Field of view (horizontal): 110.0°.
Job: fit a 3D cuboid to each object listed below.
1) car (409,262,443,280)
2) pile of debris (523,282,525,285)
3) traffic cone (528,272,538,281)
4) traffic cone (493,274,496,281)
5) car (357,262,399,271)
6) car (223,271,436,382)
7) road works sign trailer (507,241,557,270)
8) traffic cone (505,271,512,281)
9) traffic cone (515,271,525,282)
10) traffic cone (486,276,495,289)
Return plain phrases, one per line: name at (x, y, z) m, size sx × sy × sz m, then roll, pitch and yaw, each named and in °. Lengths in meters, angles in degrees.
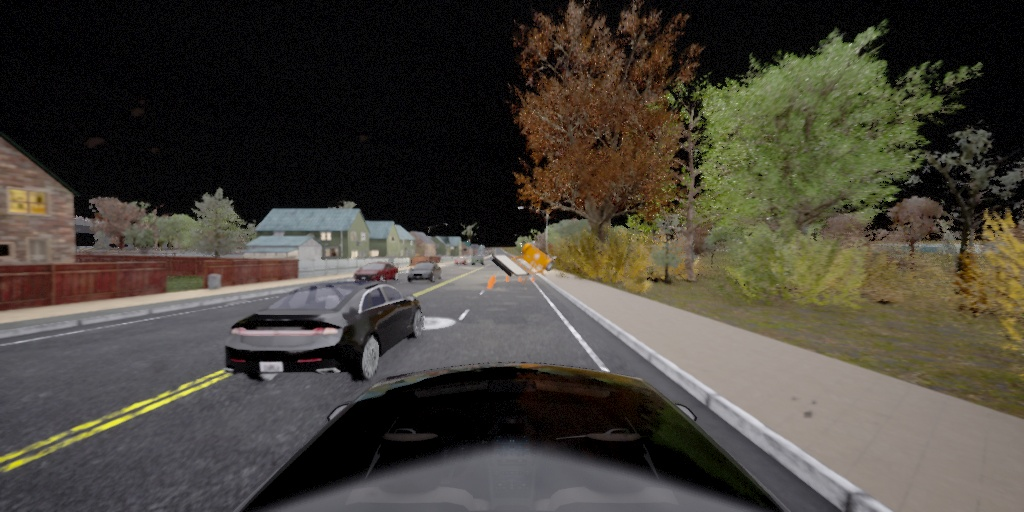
car at (-6.583, 1.226, 27.497) m, size 1.837 × 1.490 × 4.892 m, roll 0°, pitch 0°, yaw 0°
pile of debris at (-0.008, 1.894, 21.854) m, size 1.860 × 0.140 × 1.500 m, roll 0°, pitch 0°, yaw 0°
traffic cone at (1.628, 1.676, 27.841) m, size 0.340 × 0.580 × 0.340 m, roll 0°, pitch 0°, yaw 0°
traffic cone at (-1.373, 1.681, 23.843) m, size 0.340 × 0.580 × 0.340 m, roll 0°, pitch 0°, yaw 0°
car at (-9.834, 1.200, 26.269) m, size 1.882 × 1.535 × 5.008 m, roll 0°, pitch 0°, yaw 0°
car at (-3.147, 1.236, 7.118) m, size 2.128 × 1.511 × 4.902 m, roll 0°, pitch 0°, yaw 0°
road works sign trailer at (1.653, -1.057, 24.454) m, size 2.380 × 3.560 × 2.880 m, roll 0°, pitch 0°, yaw 41°
traffic cone at (-0.372, 1.676, 27.842) m, size 0.340 × 0.580 × 0.340 m, roll 0°, pitch 0°, yaw 0°
traffic cone at (0.627, 1.676, 27.843) m, size 0.340 × 0.580 × 0.340 m, roll 0°, pitch 0°, yaw 0°
traffic cone at (-1.374, 1.683, 21.843) m, size 0.340 × 0.580 × 0.340 m, roll 0°, pitch 0°, yaw 0°
